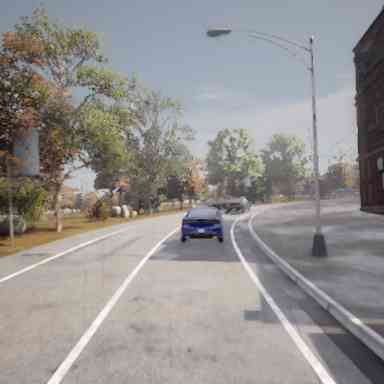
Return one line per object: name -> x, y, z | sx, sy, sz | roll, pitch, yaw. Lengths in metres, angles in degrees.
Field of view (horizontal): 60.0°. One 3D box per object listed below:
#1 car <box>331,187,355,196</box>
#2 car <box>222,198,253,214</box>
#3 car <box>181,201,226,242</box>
car -> 31.044, 0.031, 68.353 | 5.566, 2.045, 2.150 | -3, -3, -29
car -> 4.939, 1.392, 34.324 | 1.837, 1.490, 4.892 | -3, -1, 21
car -> 0.610, 1.460, 16.425 | 1.882, 1.535, 5.008 | -1, 0, 5
